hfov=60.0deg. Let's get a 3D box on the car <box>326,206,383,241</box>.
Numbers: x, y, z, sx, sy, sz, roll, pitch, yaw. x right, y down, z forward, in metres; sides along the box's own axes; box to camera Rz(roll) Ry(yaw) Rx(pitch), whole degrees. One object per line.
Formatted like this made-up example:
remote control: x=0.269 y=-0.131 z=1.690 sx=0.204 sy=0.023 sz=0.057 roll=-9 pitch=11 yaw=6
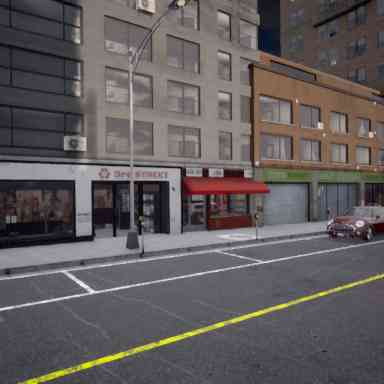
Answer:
car: x=8.456 y=1.435 z=16.440 sx=4.097 sy=1.590 sz=1.967 roll=0 pitch=-1 yaw=-35
